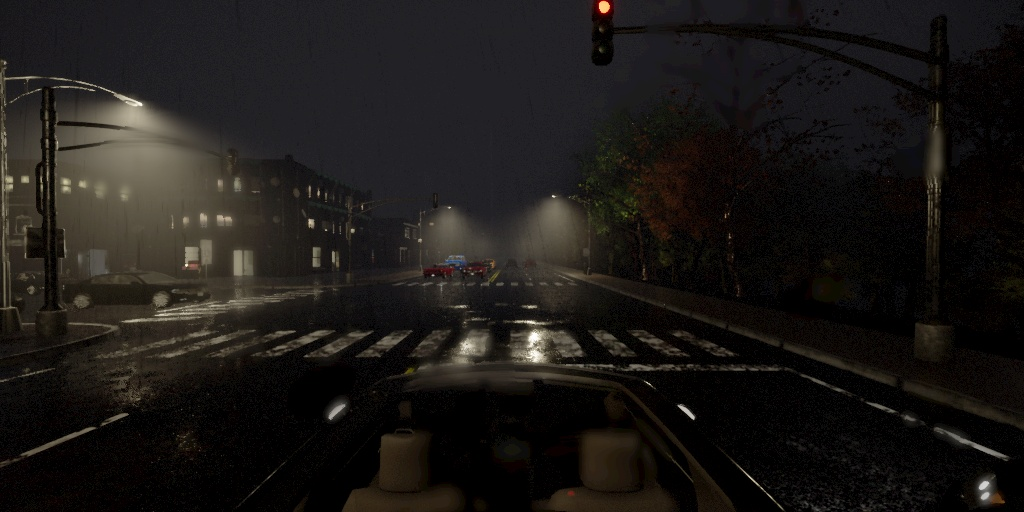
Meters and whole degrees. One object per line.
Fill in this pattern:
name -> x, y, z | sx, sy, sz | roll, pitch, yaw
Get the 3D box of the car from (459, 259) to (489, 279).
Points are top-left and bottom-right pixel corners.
car -> -3.411, 1.266, 33.087 | 1.812, 1.442, 4.674 | 0, 0, 0

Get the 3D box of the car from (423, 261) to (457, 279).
car -> -6.661, 1.341, 32.866 | 1.895, 1.301, 4.718 | 0, 0, 2

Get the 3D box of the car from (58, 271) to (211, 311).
car -> -15.845, 1.401, 15.333 | 5.008, 1.535, 1.882 | -1, 1, -2

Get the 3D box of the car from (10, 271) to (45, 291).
car -> -28.323, 1.560, 21.015 | 4.403, 1.370, 2.007 | 0, 0, 0

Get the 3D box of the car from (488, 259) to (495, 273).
car -> -3.424, 1.240, 43.154 | 1.837, 1.490, 4.892 | 0, 0, 0

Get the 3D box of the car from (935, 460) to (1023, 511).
car -> 3.356, 1.314, 0.208 | 1.994, 1.385, 4.181 | 0, 0, 0

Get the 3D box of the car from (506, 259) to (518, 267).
car -> -0.037, 1.231, 63.189 | 1.837, 1.490, 4.892 | 0, 0, 0

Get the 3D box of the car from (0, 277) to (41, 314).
car -> -19.971, 1.565, 12.521 | 4.313, 1.339, 1.948 | 0, 0, 0

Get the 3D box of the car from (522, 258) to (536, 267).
car -> 3.213, 1.204, 63.215 | 1.882, 1.535, 5.008 | 0, 0, 0

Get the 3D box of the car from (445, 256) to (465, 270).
car -> -6.677, 0.957, 42.771 | 2.150, 2.045, 5.566 | 0, 0, 0
